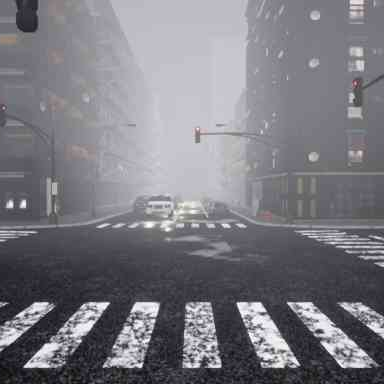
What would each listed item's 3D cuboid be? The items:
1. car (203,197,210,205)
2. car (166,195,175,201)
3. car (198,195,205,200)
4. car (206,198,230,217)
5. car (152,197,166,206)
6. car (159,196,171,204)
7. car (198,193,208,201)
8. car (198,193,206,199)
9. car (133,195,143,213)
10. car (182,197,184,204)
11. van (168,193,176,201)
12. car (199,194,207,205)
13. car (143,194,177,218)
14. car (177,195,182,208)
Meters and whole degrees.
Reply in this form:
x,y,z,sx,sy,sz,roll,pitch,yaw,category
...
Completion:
x,y,z,sx,sy,sz,roll,pitch,yaw,category
2.610,1.539,36.935,2.008,1.369,4.403,-1,0,0,car
-5.204,1.490,81.134,1.752,1.417,4.829,-1,0,0,car
2.693,1.539,92.327,1.802,1.307,4.206,-1,0,0,car
2.602,1.572,31.396,1.802,1.307,4.206,-1,0,0,car
-5.245,1.563,53.618,1.802,1.307,4.206,-1,0,0,car
-5.228,1.557,64.692,1.802,1.307,4.206,-1,0,0,car
2.673,1.280,81.249,2.192,1.841,5.009,-1,0,0,car
2.669,1.551,75.709,1.802,1.307,4.206,-1,0,0,car
-5.273,1.303,37.006,2.192,1.841,5.009,-1,0,0,car
-2.677,1.327,62.784,2.097,1.767,4.553,0,0,1,car
-5.198,1.302,86.841,1.690,1.788,3.998,-1,0,0,van
2.643,1.523,59.092,1.887,1.381,4.507,-1,0,0,car
-2.810,1.212,30.396,2.150,2.045,5.566,0,0,0,car
-2.784,1.477,43.330,2.128,1.511,4.902,0,0,0,car
